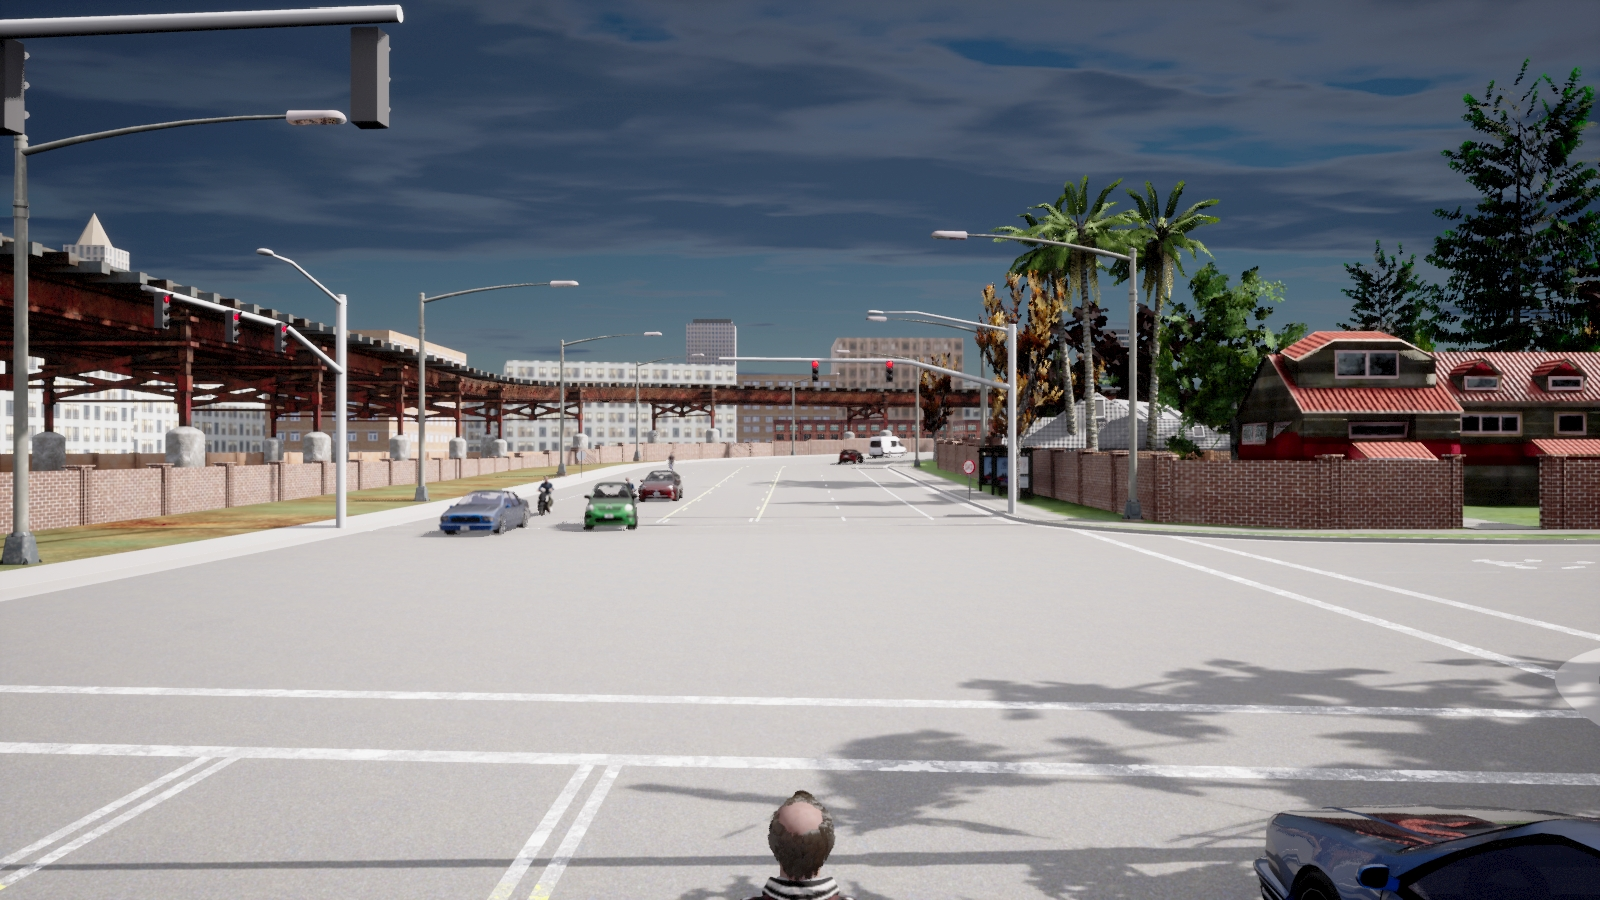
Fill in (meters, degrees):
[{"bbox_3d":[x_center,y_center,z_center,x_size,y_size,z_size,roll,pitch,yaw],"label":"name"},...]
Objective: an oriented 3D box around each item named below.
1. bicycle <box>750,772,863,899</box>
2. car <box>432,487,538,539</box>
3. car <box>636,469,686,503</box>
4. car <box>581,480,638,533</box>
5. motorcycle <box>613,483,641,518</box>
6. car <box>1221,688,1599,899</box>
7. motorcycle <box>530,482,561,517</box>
[{"bbox_3d":[0.019,2.048,3.681,0.329,1.496,1.835,0,0,0],"label":"bicycle"},{"bbox_3d":[-10.512,2.066,38.604,2.033,1.411,5.357,0,0,1],"label":"car"},{"bbox_3d":[-7.040,1.818,58.239,2.007,1.525,4.514,0,1,0],"label":"car"},{"bbox_3d":[-6.662,1.950,40.299,1.851,1.617,3.988,0,0,-8],"label":"car"},{"bbox_3d":[-7.039,2.042,46.465,0.856,1.341,1.805,0,1,0],"label":"motorcycle"},{"bbox_3d":[3.467,2.106,4.038,2.033,1.411,5.357,0,0,1],"label":"car"},{"bbox_3d":[-10.522,2.034,47.244,0.856,1.341,1.805,0,0,0],"label":"motorcycle"}]
